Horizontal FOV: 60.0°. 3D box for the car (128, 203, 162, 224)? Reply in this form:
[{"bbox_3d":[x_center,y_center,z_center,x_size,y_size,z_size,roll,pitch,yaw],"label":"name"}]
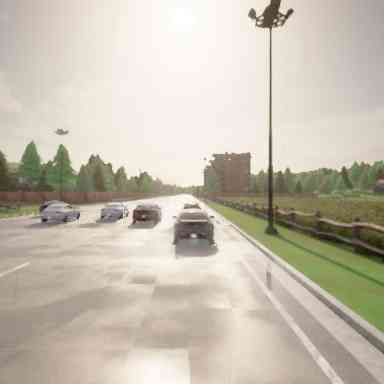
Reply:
[{"bbox_3d":[-3.453,1.600,26.218,1.882,1.535,5.008,0,0,0],"label":"car"}]

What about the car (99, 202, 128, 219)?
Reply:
[{"bbox_3d":[-6.974,1.664,30.167,1.812,1.442,4.674,0,0,0],"label":"car"}]

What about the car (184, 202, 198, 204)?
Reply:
[{"bbox_3d":[-0.014,1.738,36.422,1.994,1.385,4.181,0,0,0],"label":"car"}]

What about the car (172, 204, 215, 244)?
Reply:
[{"bbox_3d":[0.074,1.584,16.355,1.837,1.490,4.892,0,0,0],"label":"car"}]

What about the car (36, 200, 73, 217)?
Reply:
[{"bbox_3d":[-14.000,1.660,34.298,1.837,1.490,4.892,0,0,0],"label":"car"}]

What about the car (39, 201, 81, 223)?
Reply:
[{"bbox_3d":[-10.455,1.645,26.661,1.812,1.442,4.674,0,0,0],"label":"car"}]
